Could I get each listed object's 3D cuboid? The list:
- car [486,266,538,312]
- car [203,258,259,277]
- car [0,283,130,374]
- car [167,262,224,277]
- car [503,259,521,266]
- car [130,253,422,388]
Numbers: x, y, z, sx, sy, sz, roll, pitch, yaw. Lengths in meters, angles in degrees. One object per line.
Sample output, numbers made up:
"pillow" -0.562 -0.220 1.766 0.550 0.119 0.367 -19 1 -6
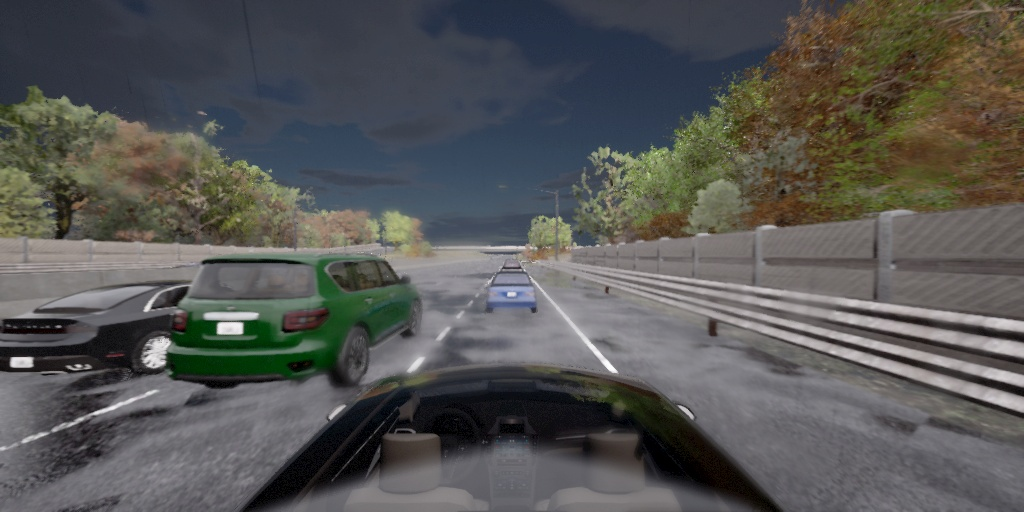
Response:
"car" -0.002 1.287 14.081 2.033 1.411 5.357 0 0 0
"car" -28.057 1.098 36.035 2.097 1.767 4.553 0 0 1
"car" -6.901 1.249 7.475 1.837 1.490 4.892 0 0 0
"car" -31.535 1.308 35.880 1.994 1.385 4.181 0 0 1
"car" -0.002 1.233 28.731 2.128 1.511 4.902 0 0 0
"car" -3.402 0.966 7.013 2.150 2.045 5.566 0 0 0
